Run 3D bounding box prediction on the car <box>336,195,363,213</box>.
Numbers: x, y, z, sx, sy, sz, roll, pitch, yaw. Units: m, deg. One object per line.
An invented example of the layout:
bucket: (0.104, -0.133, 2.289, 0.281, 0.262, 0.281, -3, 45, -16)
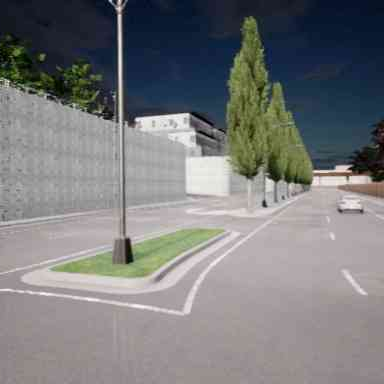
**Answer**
car: (13.538, 0.980, 28.658, 1.812, 1.442, 4.674, 0, 1, 21)
